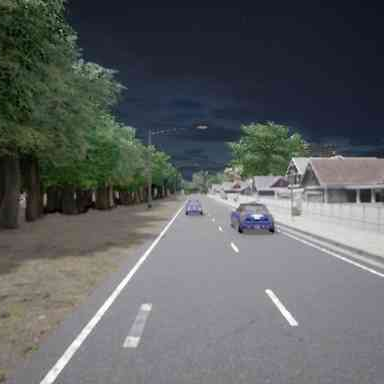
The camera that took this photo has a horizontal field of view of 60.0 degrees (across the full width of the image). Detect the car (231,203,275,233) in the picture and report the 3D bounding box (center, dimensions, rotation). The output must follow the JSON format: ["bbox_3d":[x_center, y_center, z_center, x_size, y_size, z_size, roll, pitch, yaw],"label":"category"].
[{"bbox_3d":[3.670,1.484,20.826,2.097,1.767,4.553,0,0,0],"label":"car"}]

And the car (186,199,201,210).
[{"bbox_3d":[0.227,1.765,46.710,1.994,1.385,4.181,0,0,1],"label":"car"}]

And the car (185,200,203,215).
[{"bbox_3d":[0.221,1.735,36.229,2.033,1.411,5.357,0,0,0],"label":"car"}]
